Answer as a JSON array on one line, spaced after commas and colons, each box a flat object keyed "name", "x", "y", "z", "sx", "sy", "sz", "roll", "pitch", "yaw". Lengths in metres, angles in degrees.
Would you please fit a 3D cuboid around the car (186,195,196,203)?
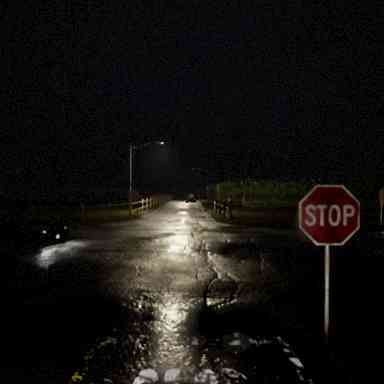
[{"name": "car", "x": -0.168, "y": 1.498, "z": 63.908, "sx": 1.895, "sy": 1.301, "sz": 4.718, "roll": 0, "pitch": 0, "yaw": 0}]

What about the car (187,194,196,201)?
[{"name": "car", "x": -0.194, "y": 1.258, "z": 73.882, "sx": 1.994, "sy": 1.385, "sz": 4.181, "roll": 0, "pitch": 0, "yaw": 0}]

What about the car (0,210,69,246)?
[{"name": "car", "x": -8.456, "y": 1.573, "z": 15.346, "sx": 5.357, "sy": 1.411, "sz": 2.033, "roll": 0, "pitch": 1, "yaw": 16}]
